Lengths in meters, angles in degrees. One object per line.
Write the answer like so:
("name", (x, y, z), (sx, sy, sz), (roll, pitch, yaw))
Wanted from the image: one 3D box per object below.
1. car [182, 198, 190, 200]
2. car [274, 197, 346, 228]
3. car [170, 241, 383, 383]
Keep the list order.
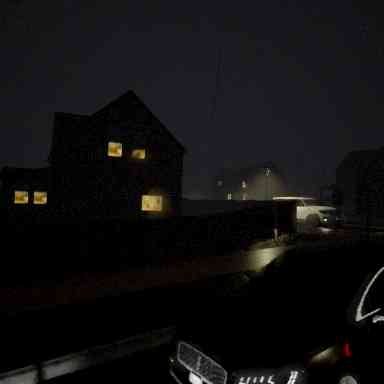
("car", (-1.294, 1.725, 42.315), (2.150, 2.045, 5.566), (3, -2, -21))
("car", (7.808, 1.375, 23.181), (2.150, 2.045, 5.566), (3, -2, -29))
("car", (2.010, 1.509, 4.514), (4.892, 1.490, 1.837), (0, 0, -36))
